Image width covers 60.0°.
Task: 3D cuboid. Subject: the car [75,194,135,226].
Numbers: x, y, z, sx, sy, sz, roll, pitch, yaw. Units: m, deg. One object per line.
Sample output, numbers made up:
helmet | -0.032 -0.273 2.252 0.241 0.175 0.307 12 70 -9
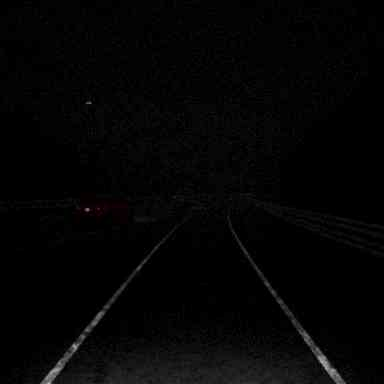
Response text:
car | -5.909 1.185 23.200 2.150 2.045 5.566 0 0 12

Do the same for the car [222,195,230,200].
car | 9.359 1.540 92.085 2.033 1.411 5.357 0 0 12

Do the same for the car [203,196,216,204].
car | 3.515 1.545 65.721 2.033 1.411 5.357 0 0 12

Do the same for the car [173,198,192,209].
car | -1.261 1.519 44.172 1.812 1.442 4.674 0 0 12
